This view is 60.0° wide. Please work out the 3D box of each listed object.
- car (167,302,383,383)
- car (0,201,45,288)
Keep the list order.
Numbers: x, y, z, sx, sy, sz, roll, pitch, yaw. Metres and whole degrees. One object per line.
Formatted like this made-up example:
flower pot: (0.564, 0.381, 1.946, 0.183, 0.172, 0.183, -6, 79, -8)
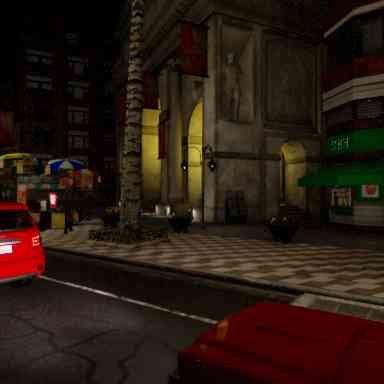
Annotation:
car: (2.106, 1.601, 2.346, 4.718, 1.301, 1.895, 0, 0, 36)
car: (-5.856, 1.221, 8.059, 5.566, 2.045, 2.150, 0, 0, 36)
